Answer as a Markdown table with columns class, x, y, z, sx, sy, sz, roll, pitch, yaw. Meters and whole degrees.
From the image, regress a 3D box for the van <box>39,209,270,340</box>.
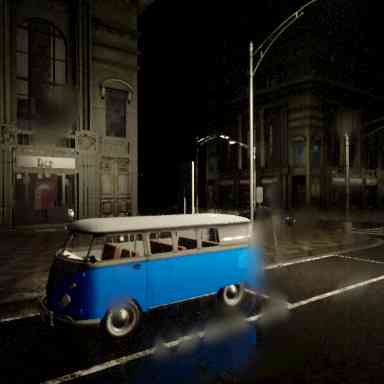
| class | x | y | z | sx | sy | sz | roll | pitch | yaw |
| --- | --- | --- | --- | --- | --- | --- | --- | --- | --- |
| van | -0.576 | 1.341 | 6.263 | 3.998 | 1.788 | 1.690 | 0 | 0 | -36 |

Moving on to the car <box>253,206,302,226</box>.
| class | x | y | z | sx | sy | sz | roll | pitch | yaw |
| --- | --- | --- | --- | --- | --- | --- | --- | --- | --- |
| car | 5.991 | 1.845 | 26.445 | 2.033 | 1.411 | 5.357 | 0 | -1 | -36 |

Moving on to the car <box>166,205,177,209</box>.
| class | x | y | z | sx | sy | sz | roll | pitch | yaw |
| --- | --- | --- | --- | --- | --- | --- | --- | --- | --- |
| car | -1.339 | 2.080 | 36.619 | 1.994 | 1.385 | 4.181 | 0 | -1 | -36 |
